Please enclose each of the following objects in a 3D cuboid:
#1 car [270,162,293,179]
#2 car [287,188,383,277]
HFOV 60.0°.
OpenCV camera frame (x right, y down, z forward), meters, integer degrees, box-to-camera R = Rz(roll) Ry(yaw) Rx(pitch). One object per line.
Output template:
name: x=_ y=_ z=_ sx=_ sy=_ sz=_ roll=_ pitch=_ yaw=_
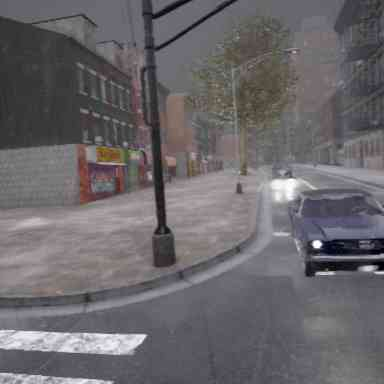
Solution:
car: x=8.746 y=-2.143 z=32.647 sx=2.128 sy=1.511 sz=4.902 roll=-3 pitch=5 yaw=13
car: x=3.199 y=0.651 z=7.344 sx=1.895 sy=1.301 sz=4.718 roll=-4 pitch=6 yaw=13
